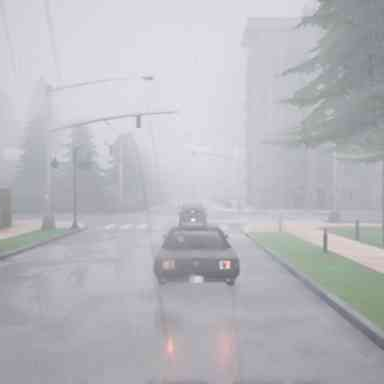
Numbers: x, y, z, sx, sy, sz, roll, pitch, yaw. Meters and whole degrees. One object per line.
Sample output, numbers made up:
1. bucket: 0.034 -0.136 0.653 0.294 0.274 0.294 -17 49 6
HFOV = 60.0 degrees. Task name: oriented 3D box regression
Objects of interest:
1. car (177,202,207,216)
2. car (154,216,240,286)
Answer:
1. car: 0.029 1.470 23.530 1.837 1.490 4.892 0 1 -1
2. car: 0.102 1.583 9.344 1.895 1.301 4.718 0 0 0
